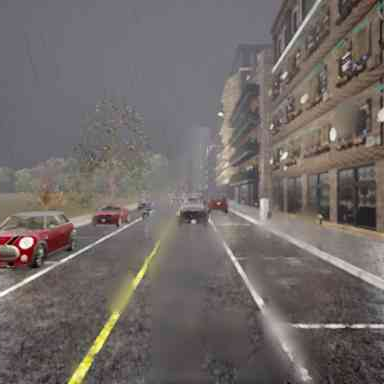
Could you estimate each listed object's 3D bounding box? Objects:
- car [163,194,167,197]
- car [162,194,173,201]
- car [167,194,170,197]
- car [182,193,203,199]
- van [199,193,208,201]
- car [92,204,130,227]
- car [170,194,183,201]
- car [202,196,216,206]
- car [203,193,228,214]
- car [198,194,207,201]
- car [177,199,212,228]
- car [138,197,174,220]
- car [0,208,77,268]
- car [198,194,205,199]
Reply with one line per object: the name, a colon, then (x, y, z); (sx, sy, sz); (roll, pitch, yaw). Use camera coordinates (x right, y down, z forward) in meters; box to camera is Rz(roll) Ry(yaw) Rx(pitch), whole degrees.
car: (-5.318, 1.366, 50.476); (1.887, 1.381, 4.507); (1, 0, 0)
car: (-5.321, 1.187, 73.092); (1.967, 1.590, 4.097); (1, 0, 0)
car: (-5.319, 1.353, 56.131); (2.008, 1.369, 4.403); (1, 0, 0)
car: (0.088, 1.308, 41.007); (1.801, 1.575, 5.366); (0, 0, 0)
van: (2.559, 1.086, 73.808); (1.690, 1.788, 3.998); (1, 0, 0)
car: (-5.312, 1.463, 22.207); (1.887, 1.381, 4.507); (1, 0, 0)
car: (-2.766, 1.109, 68.191); (2.097, 1.767, 4.553); (0, 0, 0)
car: (2.562, 1.385, 51.165); (1.947, 1.339, 4.313); (1, 0, 0)
car: (2.568, 1.192, 34.181); (2.192, 1.841, 5.009); (1, 0, 0)
car: (2.556, 1.293, 79.469); (1.947, 1.339, 4.313); (1, 0, 0)
car: (0.095, 1.428, 21.546); (1.837, 1.490, 4.892); (0, 1, 0)
car: (-2.854, 1.393, 26.880); (2.128, 1.511, 4.902); (0, 0, 0)
car: (-5.308, 1.400, 10.899); (1.967, 1.590, 4.097); (1, 0, 0)
car: (2.554, 1.238, 90.791); (1.887, 1.381, 4.507); (1, 0, 0)
